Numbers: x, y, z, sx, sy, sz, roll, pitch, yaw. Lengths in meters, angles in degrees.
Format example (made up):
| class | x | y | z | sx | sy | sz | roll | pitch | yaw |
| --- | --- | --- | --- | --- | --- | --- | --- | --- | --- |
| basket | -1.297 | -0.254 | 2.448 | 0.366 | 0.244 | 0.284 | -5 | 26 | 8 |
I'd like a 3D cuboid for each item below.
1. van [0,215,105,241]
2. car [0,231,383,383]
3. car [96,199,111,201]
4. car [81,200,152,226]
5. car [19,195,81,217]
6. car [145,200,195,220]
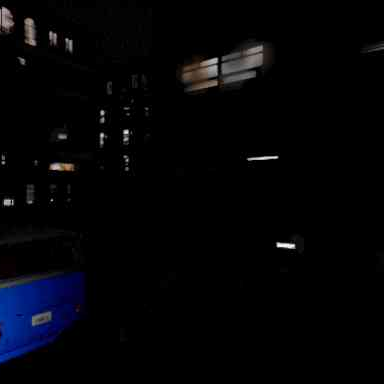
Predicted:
| class | x | y | z | sx | sy | sz | roll | pitch | yaw |
| --- | --- | --- | --- | --- | --- | --- | --- | --- | --- |
| van | -3.414 | 1.382 | 5.298 | 3.998 | 1.788 | 1.690 | 0 | 0 | 35 |
| car | 1.086 | 1.317 | 2.089 | 5.009 | 1.841 | 2.192 | 0 | 0 | 36 |
| car | -8.525 | 1.362 | 31.851 | 1.887 | 1.381 | 4.507 | 1 | 1 | 35 |
| car | -4.892 | 1.469 | 22.444 | 1.947 | 1.339 | 4.313 | 1 | 1 | 35 |
| car | -11.726 | 1.213 | 27.287 | 2.192 | 1.841 | 5.009 | 1 | 1 | 35 |
| car | -1.690 | 1.405 | 27.003 | 1.802 | 1.307 | 4.206 | 1 | 1 | 35 |
